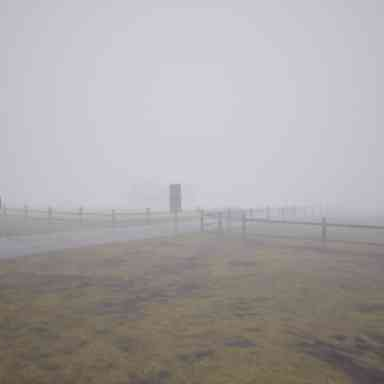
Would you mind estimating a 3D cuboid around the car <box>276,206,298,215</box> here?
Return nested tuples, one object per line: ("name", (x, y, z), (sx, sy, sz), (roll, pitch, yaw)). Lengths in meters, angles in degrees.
("car", (14.265, 2.756, 49.728), (1.895, 1.301, 4.718), (-1, -2, 35))

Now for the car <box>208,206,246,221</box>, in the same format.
("car", (3.797, 2.226, 35.063), (2.033, 1.411, 5.357), (-1, -2, 35))
